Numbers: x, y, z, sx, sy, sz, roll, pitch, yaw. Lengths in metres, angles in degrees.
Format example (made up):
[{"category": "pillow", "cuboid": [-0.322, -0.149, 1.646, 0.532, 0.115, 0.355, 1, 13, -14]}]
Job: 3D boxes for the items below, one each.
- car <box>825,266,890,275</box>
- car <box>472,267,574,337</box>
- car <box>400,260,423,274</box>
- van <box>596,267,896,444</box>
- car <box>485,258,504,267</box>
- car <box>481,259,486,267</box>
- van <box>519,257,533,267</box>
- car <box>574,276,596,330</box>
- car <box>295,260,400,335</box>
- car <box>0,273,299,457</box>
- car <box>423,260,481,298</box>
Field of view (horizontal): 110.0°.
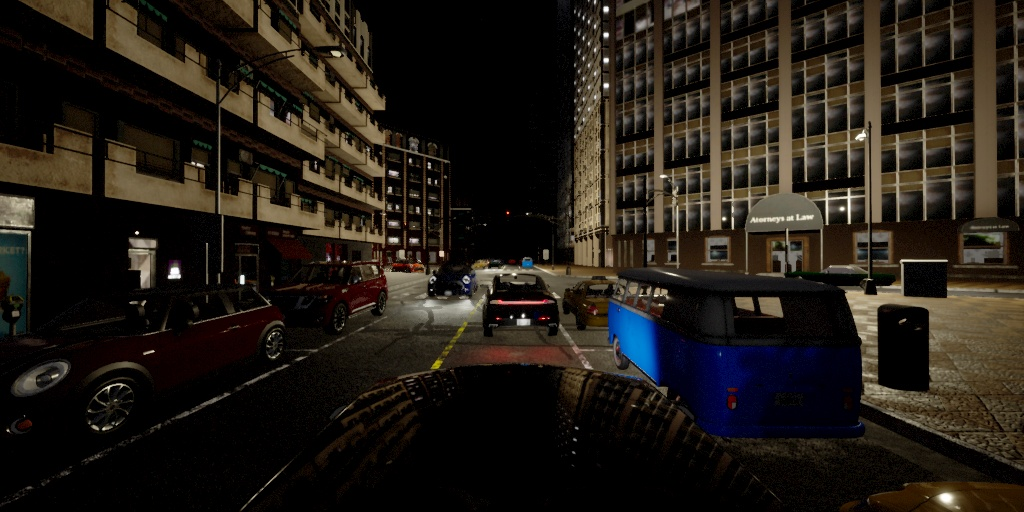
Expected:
[{"category": "car", "cuboid": [18.306, 1.194, 20.426, 4.718, 1.301, 1.895, -1, -1, 40]}, {"category": "car", "cuboid": [0.132, 1.244, 10.312, 2.128, 1.511, 4.902, 0, 0, -3]}, {"category": "car", "cuboid": [-12.346, 1.224, 42.811, 4.553, 1.767, 2.097, 0, -1, 41]}, {"category": "van", "cuboid": [2.565, 1.092, 5.171, 1.690, 1.789, 3.998, 0, 0, 0]}, {"category": "car", "cuboid": [-2.825, 1.425, 58.789, 1.895, 1.301, 4.718, 0, 0, 2]}, {"category": "car", "cuboid": [-5.322, 1.352, 59.529, 1.751, 1.417, 4.829, 0, 0, 0]}, {"category": "van", "cuboid": [2.558, 1.167, 59.700, 1.690, 1.789, 3.998, 0, 0, 0]}, {"category": "car", "cuboid": [2.564, 1.279, 10.877, 1.751, 1.417, 4.829, 0, 0, 0]}, {"category": "car", "cuboid": [-5.316, 1.068, 10.700, 2.192, 1.841, 5.009, 0, 0, 0]}, {"category": "car", "cuboid": [-5.315, 1.191, 5.164, 1.967, 1.591, 4.097, 0, 0, 0]}, {"category": "car", "cuboid": [-2.946, 1.111, 18.601, 2.097, 1.767, 4.553, 0, 0, -1]}]
